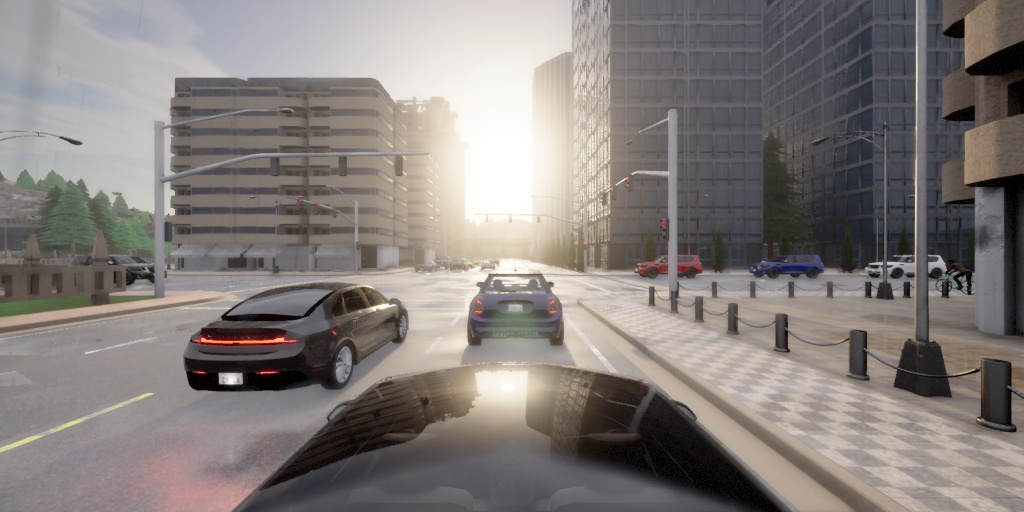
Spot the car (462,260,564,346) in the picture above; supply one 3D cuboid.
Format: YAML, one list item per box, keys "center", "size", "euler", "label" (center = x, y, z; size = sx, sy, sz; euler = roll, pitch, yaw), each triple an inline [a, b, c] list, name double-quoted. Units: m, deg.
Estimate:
- center: [0.092, 1.102, 9.585]
  size: [2.097, 1.767, 4.553]
  euler: [0, 0, 0]
  label: "car"

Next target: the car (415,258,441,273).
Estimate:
- center: [-10.578, 1.276, 44.599]
  size: [1.812, 1.442, 4.674]
  euler: [0, 0, 1]
  label: "car"

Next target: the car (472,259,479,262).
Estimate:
- center: [-7.006, 1.297, 57.652]
  size: [2.033, 1.411, 5.357]
  euler: [0, 0, 0]
  label: "car"

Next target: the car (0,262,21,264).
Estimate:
- center: [-37.620, 1.198, 26.576]
  size: [4.892, 1.490, 1.837]
  euler: [0, 0, 18]
  label: "car"

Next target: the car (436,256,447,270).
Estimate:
- center: [-10.521, 0.971, 54.305]
  size: [2.150, 2.045, 5.566]
  euler: [0, 0, 0]
  label: "car"

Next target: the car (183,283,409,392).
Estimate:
- center: [-3.425, 1.255, 6.814]
  size: [1.837, 1.490, 4.892]
  euler: [0, 0, 0]
  label: "car"

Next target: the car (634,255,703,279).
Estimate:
- center: [13.714, 0.916, 31.515]
  size: [5.566, 2.045, 2.150]
  euler: [0, 0, 0]
  label: "car"

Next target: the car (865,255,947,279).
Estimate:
- center: [34.396, 0.916, 31.372]
  size: [5.566, 2.045, 2.150]
  euler: [0, 0, 0]
  label: "car"

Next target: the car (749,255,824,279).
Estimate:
- center: [24.034, 0.916, 31.442]
  size: [5.566, 2.045, 2.150]
  euler: [0, 0, 1]
  label: "car"

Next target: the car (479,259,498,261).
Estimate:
- center: [-3.321, 1.350, 51.538]
  size: [1.895, 1.301, 4.718]
  euler: [0, 0, 0]
  label: "car"

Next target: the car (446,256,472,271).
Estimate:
- center: [-7.033, 1.102, 48.181]
  size: [2.097, 1.767, 4.553]
  euler: [0, 0, 0]
  label: "car"

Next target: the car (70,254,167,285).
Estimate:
- center: [-27.311, 0.916, 24.866]
  size: [5.566, 2.045, 2.150]
  euler: [0, 0, 3]
  label: "car"

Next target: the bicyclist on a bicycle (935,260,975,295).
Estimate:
- center: [21.022, 0.996, 16.981]
  size: [0.582, 1.620, 1.656]
  euler: [0, 0, 0]
  label: "bicyclist on a bicycle"
